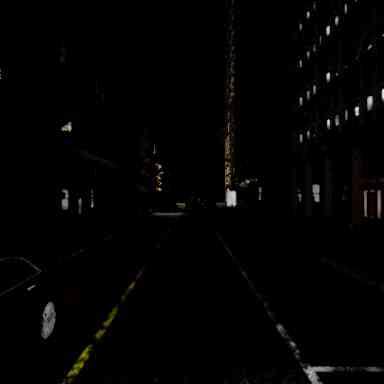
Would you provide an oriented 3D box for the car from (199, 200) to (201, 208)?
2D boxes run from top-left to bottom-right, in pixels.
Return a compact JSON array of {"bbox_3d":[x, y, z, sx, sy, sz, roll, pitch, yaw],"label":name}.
[{"bbox_3d":[2.688,2.059,54.772,1.967,1.590,4.097,0,-1,0],"label":"car"}]

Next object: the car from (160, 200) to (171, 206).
[{"bbox_3d":[-5.694,2.384,71.715,1.947,1.339,4.313,0,-1,0],"label":"car"}]

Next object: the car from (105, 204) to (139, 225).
[{"bbox_3d":[-5.692,1.876,26.529,1.802,1.307,4.206,0,-1,0],"label":"car"}]

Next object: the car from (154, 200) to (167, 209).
[{"bbox_3d":[-5.693,2.236,60.418,2.008,1.369,4.403,0,-1,0],"label":"car"}]

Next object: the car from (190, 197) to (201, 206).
[{"bbox_3d":[0.668,2.092,75.958,2.150,2.045,5.566,0,-1,-4],"label":"car"}]

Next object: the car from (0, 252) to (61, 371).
[{"bbox_3d":[-3.100,1.547,3.707,1.837,1.490,4.892,0,-1,0],"label":"car"}]

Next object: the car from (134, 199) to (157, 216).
[{"bbox_3d":[-5.693,1.739,37.829,2.192,1.841,5.009,0,-1,0],"label":"car"}]

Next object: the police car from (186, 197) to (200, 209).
[{"bbox_3d":[0.245,2.104,59.918,1.930,1.638,5.238,0,-1,-18],"label":"police car"}]

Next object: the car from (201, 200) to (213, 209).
[{"bbox_3d":[2.687,2.235,60.420,2.008,1.369,4.403,0,-1,0],"label":"car"}]

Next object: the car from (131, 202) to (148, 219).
[{"bbox_3d":[-5.692,1.941,32.177,1.802,1.307,4.206,0,-1,0],"label":"car"}]

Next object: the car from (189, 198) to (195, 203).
[{"bbox_3d":[-0.003,2.456,94.649,1.837,1.490,4.892,0,-1,0],"label":"car"}]

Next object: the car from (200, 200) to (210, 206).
[{"bbox_3d":[2.687,2.384,71.715,1.947,1.339,4.313,0,-1,0],"label":"car"}]

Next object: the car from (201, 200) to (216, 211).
[{"bbox_3d":[2.688,2.081,49.293,1.752,1.417,4.829,0,-1,0],"label":"car"}]

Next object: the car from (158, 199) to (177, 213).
[{"bbox_3d":[-3.090,1.988,45.289,1.882,1.535,5.008,0,-1,0],"label":"car"}]

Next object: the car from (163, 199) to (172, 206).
[{"bbox_3d":[-5.694,2.409,77.194,1.752,1.417,4.829,0,-1,0],"label":"car"}]

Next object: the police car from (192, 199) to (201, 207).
[{"bbox_3d":[0.898,2.224,70.040,1.930,1.638,5.238,0,-1,0],"label":"police car"}]
